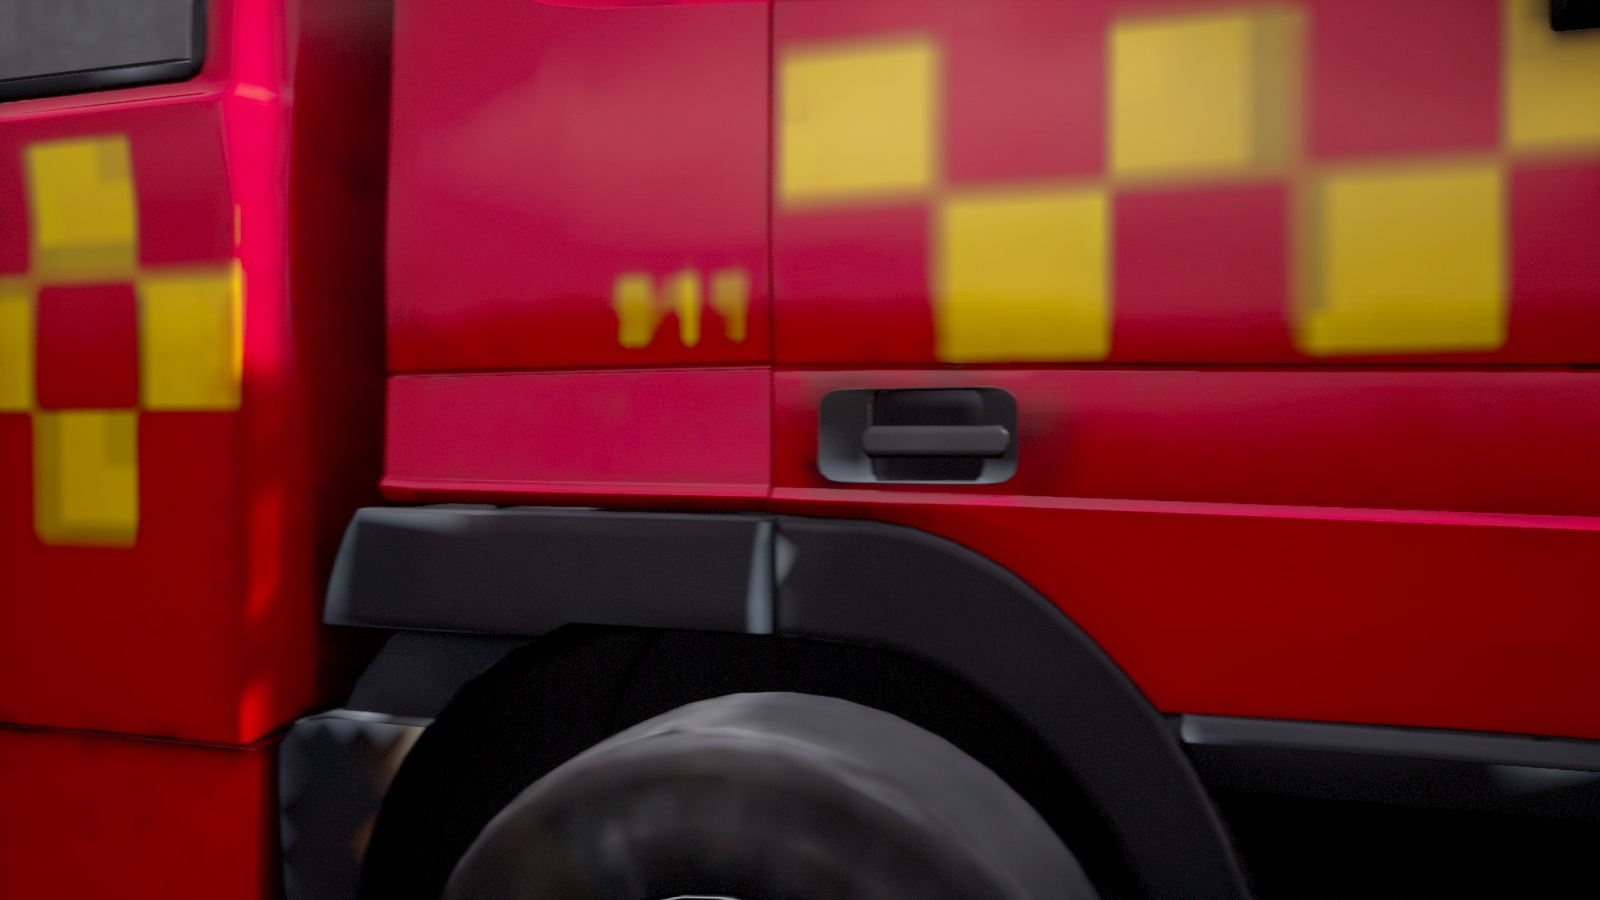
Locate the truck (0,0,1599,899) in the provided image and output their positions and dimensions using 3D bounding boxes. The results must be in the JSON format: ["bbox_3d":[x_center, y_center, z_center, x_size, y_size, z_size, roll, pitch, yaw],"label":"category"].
[{"bbox_3d":[-1.902,-0.407,3.816,8.468,3.827,2.891,1,1,19],"label":"truck"}]
